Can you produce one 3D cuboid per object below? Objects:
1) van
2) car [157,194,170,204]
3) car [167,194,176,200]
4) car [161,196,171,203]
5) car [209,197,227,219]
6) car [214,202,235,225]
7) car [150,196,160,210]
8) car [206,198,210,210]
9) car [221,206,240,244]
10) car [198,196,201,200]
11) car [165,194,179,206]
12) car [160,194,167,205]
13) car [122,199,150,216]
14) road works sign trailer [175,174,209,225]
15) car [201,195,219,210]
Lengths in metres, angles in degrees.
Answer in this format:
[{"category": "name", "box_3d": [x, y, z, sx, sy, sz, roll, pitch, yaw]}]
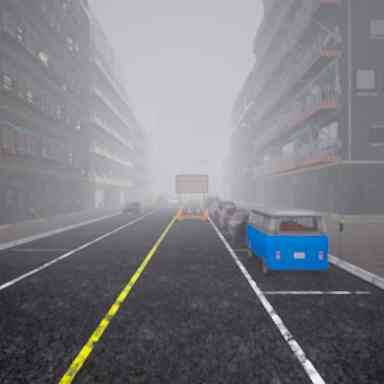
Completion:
[{"category": "van", "box_3d": [2.692, 1.355, 10.183, 1.690, 1.788, 3.998, 0, 0, 0]}, {"category": "car", "box_3d": [-5.693, 1.387, 66.550, 2.192, 1.841, 5.009, 0, 0, 0]}, {"category": "car", "box_3d": [-5.695, 1.408, 94.732, 2.192, 1.841, 5.009, 0, 0, 0]}, {"category": "car", "box_3d": [-5.695, 1.658, 72.186, 1.802, 1.307, 4.206, 0, 0, 0]}, {"category": "car", "box_3d": [2.690, 1.475, 27.092, 1.967, 1.590, 4.097, 0, 0, 0]}, {"category": "car", "box_3d": [2.690, 1.573, 21.455, 1.887, 1.381, 4.507, 0, 0, 0]}, {"category": "car", "box_3d": [-5.692, 1.577, 43.833, 1.752, 1.417, 4.829, 0, 0, 0]}, {"category": "car", "box_3d": [2.689, 1.591, 32.727, 2.008, 1.369, 4.403, 0, 0, 0]}, {"category": "car", "box_3d": [2.690, 1.587, 15.819, 1.947, 1.339, 4.313, 0, 0, 0]}, {"category": "car", "box_3d": [2.684, 1.618, 94.898, 1.752, 1.417, 4.829, 0, 0, 0]}, {"category": "car", "box_3d": [-3.065, 1.589, 57.205, 1.812, 1.442, 4.674, 0, 0, 0]}, {"category": "car", "box_3d": [-5.694, 1.507, 60.914, 1.967, 1.590, 4.097, 0, 0, 0]}, {"category": "car", "box_3d": [-5.692, 1.607, 32.730, 1.947, 1.339, 4.313, 0, 0, 0]}, {"category": "road works sign trailer", "box_3d": [-0.002, 0.496, 24.225, 2.380, 3.560, 2.880, 0, 0, 0]}, {"category": "car", "box_3d": [2.689, 1.367, 44.001, 2.192, 1.841, 5.009, 0, 0, 0]}]
